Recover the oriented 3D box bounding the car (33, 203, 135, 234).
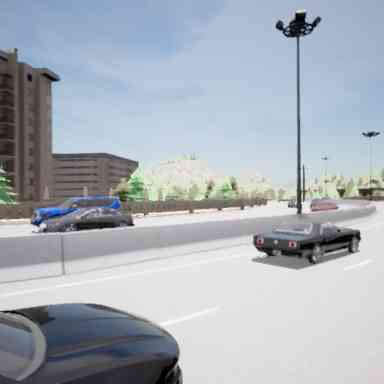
[{"bbox_3d":[-5.440,1.579,17.770,4.902,1.511,2.128,0,0,-40],"label":"car"}]

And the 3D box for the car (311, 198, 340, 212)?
[{"bbox_3d":[13.454,1.680,33.341,1.882,1.535,5.008,0,0,34],"label":"car"}]

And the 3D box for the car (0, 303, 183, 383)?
[{"bbox_3d":[-2.373,1.488,2.225,5.008,1.535,1.882,0,0,-35],"label":"car"}]

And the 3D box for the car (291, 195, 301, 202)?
[{"bbox_3d":[28.501,1.791,91.391,2.097,1.767,4.553,0,-1,9],"label":"car"}]

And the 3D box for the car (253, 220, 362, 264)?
[{"bbox_3d":[4.377,1.662,12.128,4.718,1.301,1.895,0,0,-42],"label":"car"}]

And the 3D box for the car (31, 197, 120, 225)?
[{"bbox_3d":[-7.022,1.327,20.946,5.566,2.045,2.150,0,0,-41],"label":"car"}]

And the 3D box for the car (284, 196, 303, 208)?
[{"bbox_3d":[16.924,1.739,54.586,2.097,1.767,4.553,0,-1,22],"label":"car"}]
